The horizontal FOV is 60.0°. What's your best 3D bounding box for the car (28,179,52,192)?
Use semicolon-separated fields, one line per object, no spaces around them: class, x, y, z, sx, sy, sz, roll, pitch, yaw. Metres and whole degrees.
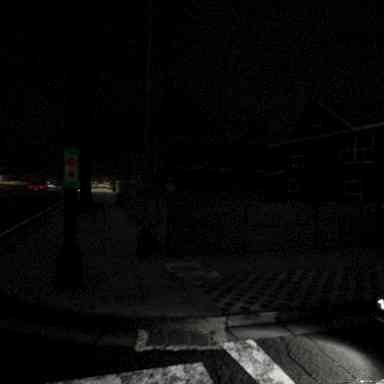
car;-20.591;-0.720;44.839;1.895;1.301;4.718;1;3;-15

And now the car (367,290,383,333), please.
car;5.228;1.489;4.618;5.357;1.411;2.033;1;2;-17

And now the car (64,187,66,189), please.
car;-19.791;-1.267;54.643;1.882;1.535;5.008;1;3;-15

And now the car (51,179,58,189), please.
car;-23.111;-1.357;54.483;2.128;1.511;4.902;1;3;-15
